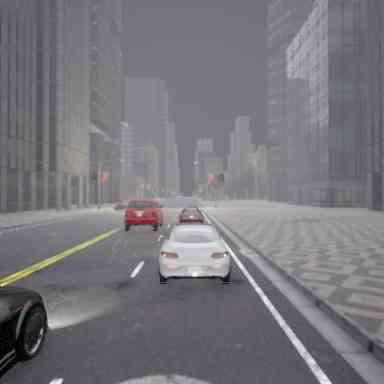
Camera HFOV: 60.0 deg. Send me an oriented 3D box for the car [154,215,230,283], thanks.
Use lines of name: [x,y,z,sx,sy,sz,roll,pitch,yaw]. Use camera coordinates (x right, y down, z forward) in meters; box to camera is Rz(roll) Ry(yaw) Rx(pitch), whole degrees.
car: [0.054,1.650,9.934,1.812,1.442,4.674,0,-1,0]

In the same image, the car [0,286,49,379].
car: [-3.160,1.609,3.377,1.994,1.385,4.181,0,-1,0]

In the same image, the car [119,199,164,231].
car: [-3.264,1.514,23.260,2.150,2.045,5.566,0,0,0]

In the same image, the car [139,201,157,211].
car: [-6.764,2.129,51.156,2.033,1.411,5.357,0,-1,0]

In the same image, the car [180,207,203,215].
car: [-0.035,1.901,27.360,1.994,1.385,4.181,0,-1,0]

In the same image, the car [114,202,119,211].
car: [-10.027,1.914,49.133,2.097,1.767,4.553,0,0,0]
